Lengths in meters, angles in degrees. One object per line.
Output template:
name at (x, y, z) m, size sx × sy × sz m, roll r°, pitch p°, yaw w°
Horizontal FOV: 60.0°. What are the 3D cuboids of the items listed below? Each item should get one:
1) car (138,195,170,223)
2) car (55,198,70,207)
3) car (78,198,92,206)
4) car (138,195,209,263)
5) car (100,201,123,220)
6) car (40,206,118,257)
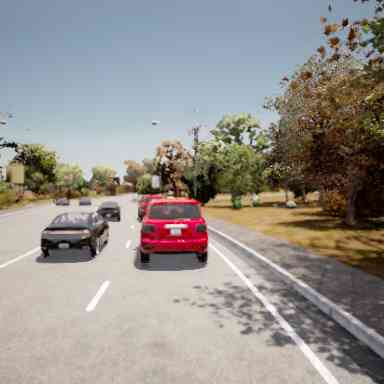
car at (-3.253, 1.266, 27.654) m, size 2.150 × 2.045 × 5.566 m, roll 0°, pitch 0°, yaw -12°
car at (-21.180, 1.661, 54.693) m, size 1.994 × 1.385 × 4.181 m, roll 0°, pitch 0°, yaw -15°
car at (-17.811, 1.661, 55.639) m, size 1.994 × 1.385 × 4.181 m, roll 0°, pitch 0°, yaw -15°
car at (-0.768, 1.242, 12.346) m, size 2.150 × 2.045 × 5.566 m, roll 0°, pitch 0°, yaw -6°
car at (-6.923, 1.553, 28.060) m, size 1.837 × 1.490 × 4.892 m, roll 0°, pitch 0°, yaw -12°
car at (-4.390, 1.517, 13.080) m, size 2.128 × 1.511 × 4.902 m, roll 0°, pitch 0°, yaw -7°
